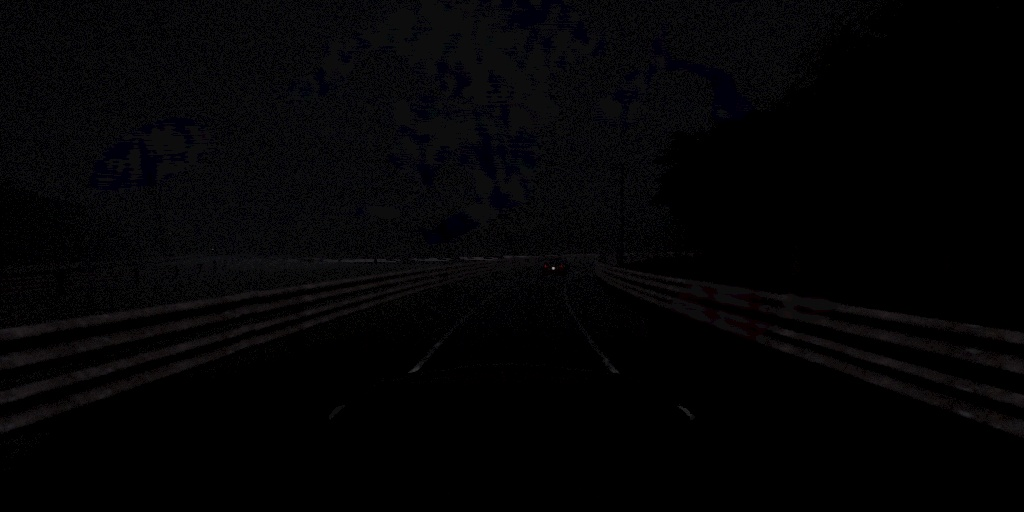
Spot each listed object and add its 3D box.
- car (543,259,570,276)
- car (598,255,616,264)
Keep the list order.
[{"bbox_3d":[3.957,0.943,31.651,1.994,1.385,4.181,0,1,15],"label":"car"},{"bbox_3d":[15.400,0.482,58.002,2.033,1.411,5.357,1,1,32],"label":"car"}]
